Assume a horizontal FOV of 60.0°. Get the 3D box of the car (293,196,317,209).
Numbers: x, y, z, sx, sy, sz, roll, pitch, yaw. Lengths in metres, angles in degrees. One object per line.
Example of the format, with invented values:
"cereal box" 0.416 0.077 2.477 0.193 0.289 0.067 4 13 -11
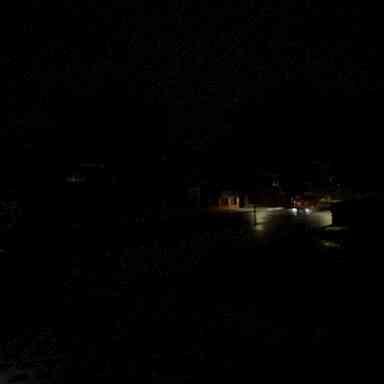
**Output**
"car" 15.597 1.326 45.780 2.097 1.767 4.553 0 0 36
